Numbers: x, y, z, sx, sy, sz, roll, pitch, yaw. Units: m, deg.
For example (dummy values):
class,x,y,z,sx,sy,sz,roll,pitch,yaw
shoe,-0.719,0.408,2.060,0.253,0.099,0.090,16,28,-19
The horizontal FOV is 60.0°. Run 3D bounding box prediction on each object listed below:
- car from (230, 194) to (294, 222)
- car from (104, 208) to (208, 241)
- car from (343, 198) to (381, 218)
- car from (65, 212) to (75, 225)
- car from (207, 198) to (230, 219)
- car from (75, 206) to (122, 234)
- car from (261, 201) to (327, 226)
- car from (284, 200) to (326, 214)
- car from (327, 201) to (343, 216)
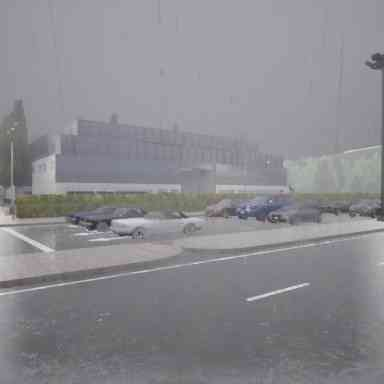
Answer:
class,x,y,z,sx,sy,sz,roll,pitch,yaw
car,6.074,1.223,26.916,5.566,2.045,2.150,0,0,-36
car,-1.727,1.601,16.976,4.718,1.301,1.895,0,0,-36
car,16.046,1.352,29.859,4.553,1.767,2.097,0,0,-36
car,-5.985,1.601,22.527,4.718,1.301,1.895,0,0,-36
car,3.310,1.351,29.237,4.553,1.767,2.097,0,0,-36
car,-4.091,1.601,19.584,4.718,1.301,1.895,0,0,-36
car,7.262,1.564,23.457,4.181,1.385,1.994,0,0,-36
car,12.189,1.601,35.710,4.718,1.301,1.895,0,0,-36
car,14.565,1.601,33.111,4.718,1.301,1.895,0,0,-36
